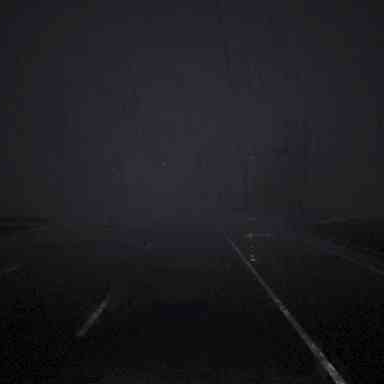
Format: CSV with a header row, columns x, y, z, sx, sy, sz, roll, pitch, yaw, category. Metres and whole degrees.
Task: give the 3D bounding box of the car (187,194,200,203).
x,y,z,sx,sy,sz,roll,pitch,yaw,category
-0.018,1.266,66.125,2.097,1.767,4.553,0,0,0,car
